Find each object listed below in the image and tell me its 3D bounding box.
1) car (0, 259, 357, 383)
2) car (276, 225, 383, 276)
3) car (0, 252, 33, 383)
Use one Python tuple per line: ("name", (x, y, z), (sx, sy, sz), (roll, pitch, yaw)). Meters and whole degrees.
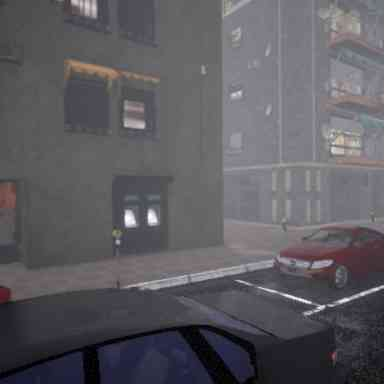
("car", (-1.058, 1.550, 2.314), (5.357, 1.411, 2.033), (0, 0, -36))
("car", (4.054, 1.590, 9.026), (4.206, 1.307, 1.802), (0, -1, -36))
("car", (-4.015, 1.585, 3.236), (4.206, 1.307, 1.802), (0, -1, -36))
